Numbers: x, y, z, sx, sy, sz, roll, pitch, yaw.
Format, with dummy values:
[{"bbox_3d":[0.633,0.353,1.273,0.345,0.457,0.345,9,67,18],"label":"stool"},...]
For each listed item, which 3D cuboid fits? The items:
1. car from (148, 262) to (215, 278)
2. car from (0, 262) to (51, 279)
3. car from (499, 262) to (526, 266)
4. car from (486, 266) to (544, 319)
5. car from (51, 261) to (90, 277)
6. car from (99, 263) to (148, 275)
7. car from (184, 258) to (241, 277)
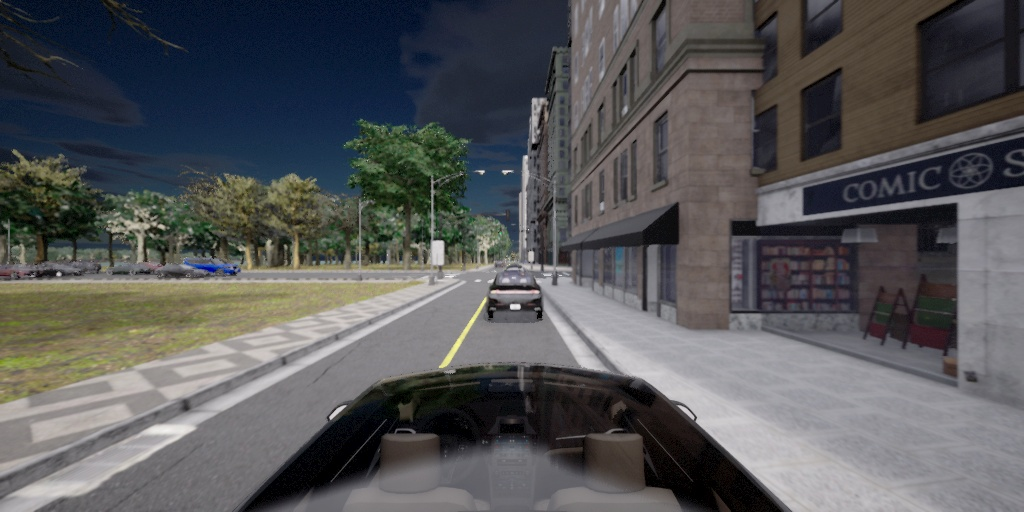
[{"bbox_3d":[-33.599,1.566,36.527,4.674,1.442,1.812,0,0,0],"label":"car"},{"bbox_3d":[-50.709,1.543,36.626,4.181,1.385,1.994,0,0,0],"label":"car"},{"bbox_3d":[0.247,1.427,27.431,1.812,1.442,4.674,0,0,2],"label":"car"},{"bbox_3d":[0.097,1.304,13.057,2.128,1.511,4.902,0,0,0],"label":"car"},{"bbox_3d":[-50.709,1.609,39.876,4.892,1.490,1.837,0,0,0],"label":"car"},{"bbox_3d":[-46.162,1.616,43.184,4.181,1.385,1.994,0,0,0],"label":"car"},{"bbox_3d":[-33.372,1.254,39.785,5.566,2.045,2.150,0,0,0],"label":"car"}]
